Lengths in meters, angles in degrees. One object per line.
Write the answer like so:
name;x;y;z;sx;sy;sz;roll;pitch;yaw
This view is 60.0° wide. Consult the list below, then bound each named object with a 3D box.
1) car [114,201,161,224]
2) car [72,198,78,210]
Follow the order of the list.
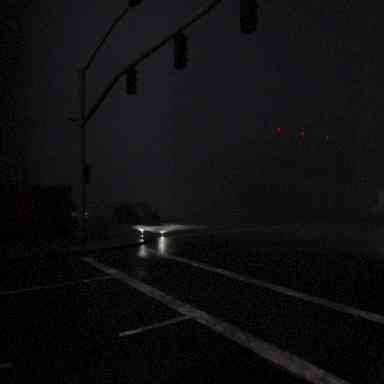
car;-4.165;1.467;24.983;1.882;1.535;5.008;0;0;-36
car;-14.062;1.467;38.794;1.882;1.535;5.008;0;0;-35
